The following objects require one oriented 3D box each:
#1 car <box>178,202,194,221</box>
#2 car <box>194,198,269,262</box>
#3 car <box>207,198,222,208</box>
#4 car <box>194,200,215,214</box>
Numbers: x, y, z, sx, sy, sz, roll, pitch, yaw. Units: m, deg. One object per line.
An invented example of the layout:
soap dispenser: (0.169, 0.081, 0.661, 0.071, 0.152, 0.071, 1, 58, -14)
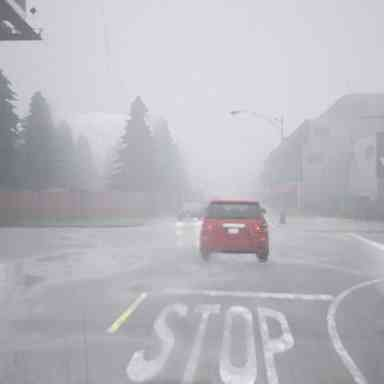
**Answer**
car: (0.044, 1.564, 27.850, 1.812, 1.442, 4.674, 0, 0, 8)
car: (1.589, 1.220, 12.392, 2.150, 2.045, 5.566, 0, 0, 8)
car: (3.566, 1.684, 52.134, 1.895, 1.301, 4.718, 0, 0, 9)
car: (1.492, 1.657, 37.930, 1.895, 1.301, 4.718, 0, 0, 8)
